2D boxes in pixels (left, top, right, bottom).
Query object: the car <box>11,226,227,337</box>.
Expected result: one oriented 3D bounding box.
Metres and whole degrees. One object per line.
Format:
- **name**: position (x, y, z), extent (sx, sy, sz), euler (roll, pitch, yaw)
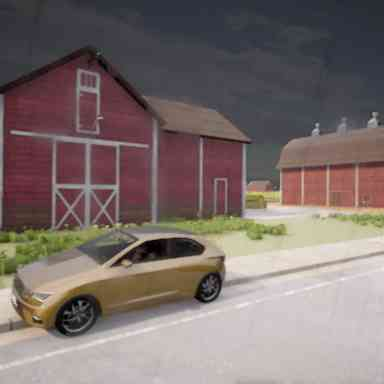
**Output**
- **car**: position (-1.213, 1.485, 6.655), extent (4.193, 1.474, 1.816), euler (1, 5, -38)
